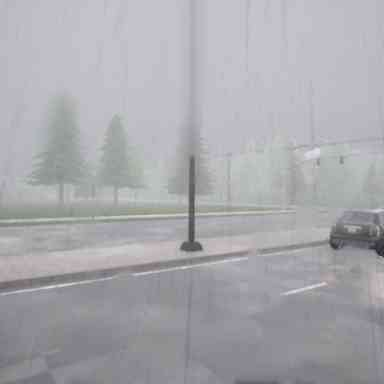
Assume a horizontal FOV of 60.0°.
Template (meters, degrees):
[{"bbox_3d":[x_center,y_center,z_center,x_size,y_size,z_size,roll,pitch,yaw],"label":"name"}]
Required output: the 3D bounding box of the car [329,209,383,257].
[{"bbox_3d":[7.728,1.488,13.687,4.553,1.767,2.097,1,-1,-35],"label":"car"}]
